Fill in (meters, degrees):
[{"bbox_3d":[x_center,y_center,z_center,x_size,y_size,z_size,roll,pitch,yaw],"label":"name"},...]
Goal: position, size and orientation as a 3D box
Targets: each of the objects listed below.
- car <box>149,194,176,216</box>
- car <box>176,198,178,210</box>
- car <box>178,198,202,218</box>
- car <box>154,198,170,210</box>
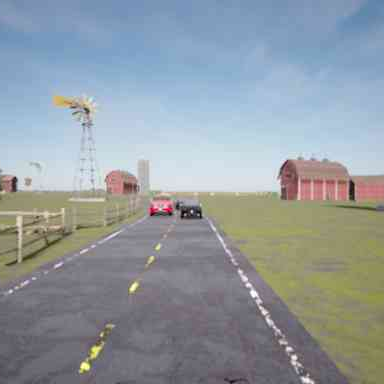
[{"bbox_3d":[-3.010,1.259,33.630,2.150,2.045,5.566,0,0,-2],"label":"car"},{"bbox_3d":[-1.366,1.518,44.678,1.882,1.535,5.008,0,0,-7],"label":"car"},{"bbox_3d":[-0.110,1.515,30.366,1.882,1.535,5.008,0,0,-2],"label":"car"},{"bbox_3d":[-4.051,1.565,44.239,1.837,1.490,4.892,0,0,-8],"label":"car"}]
